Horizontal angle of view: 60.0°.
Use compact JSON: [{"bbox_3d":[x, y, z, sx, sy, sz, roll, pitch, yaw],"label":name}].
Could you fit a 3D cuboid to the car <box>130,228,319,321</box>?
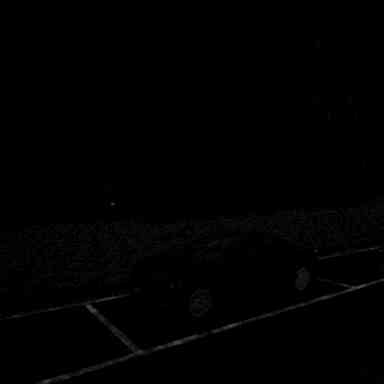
[{"bbox_3d":[0.873,1.520,7.215,4.507,1.381,1.887,0,0,-35],"label":"car"}]
